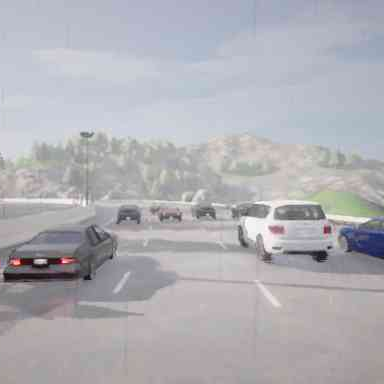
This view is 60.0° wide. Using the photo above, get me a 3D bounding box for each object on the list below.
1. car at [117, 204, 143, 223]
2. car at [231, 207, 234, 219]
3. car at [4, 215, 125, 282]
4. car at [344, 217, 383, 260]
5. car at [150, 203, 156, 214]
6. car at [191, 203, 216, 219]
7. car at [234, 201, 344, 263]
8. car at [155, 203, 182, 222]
[{"bbox_3d":[-5.339,1.830,28.462,1.837,1.490,4.892,0,-1,-8],"label":"car"},{"bbox_3d":[4.944,1.793,30.639,1.837,1.490,4.892,0,-1,-8],"label":"car"},{"bbox_3d":[-3.595,1.674,10.153,2.033,1.411,5.357,0,-1,-3],"label":"car"},{"bbox_3d":[6.828,1.555,11.215,1.882,1.535,5.008,0,-1,-2],"label":"car"},{"bbox_3d":[-4.263,2.060,42.099,1.895,1.301,4.718,0,-1,-12],"label":"car"},{"bbox_3d":[1.064,1.838,32.837,1.837,1.490,4.892,0,-1,-9],"label":"car"},{"bbox_3d":[3.271,1.335,12.700,2.150,2.045,5.566,0,-1,-3],"label":"car"},{"bbox_3d":[-2.077,1.925,30.231,1.895,1.301,4.718,0,-1,-8],"label":"car"}]
